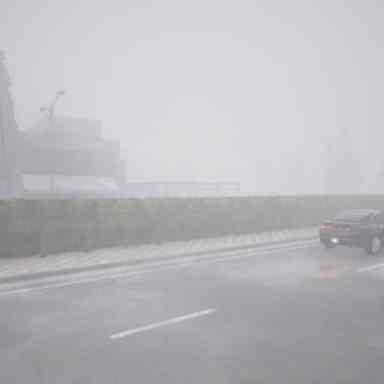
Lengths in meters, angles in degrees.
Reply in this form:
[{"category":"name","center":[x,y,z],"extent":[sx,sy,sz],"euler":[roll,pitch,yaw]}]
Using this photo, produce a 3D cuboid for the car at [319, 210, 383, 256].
[{"category":"car","center":[7.002,1.470,13.082],"extent":[4.892,1.490,1.837],"euler":[1,0,-35]}]
